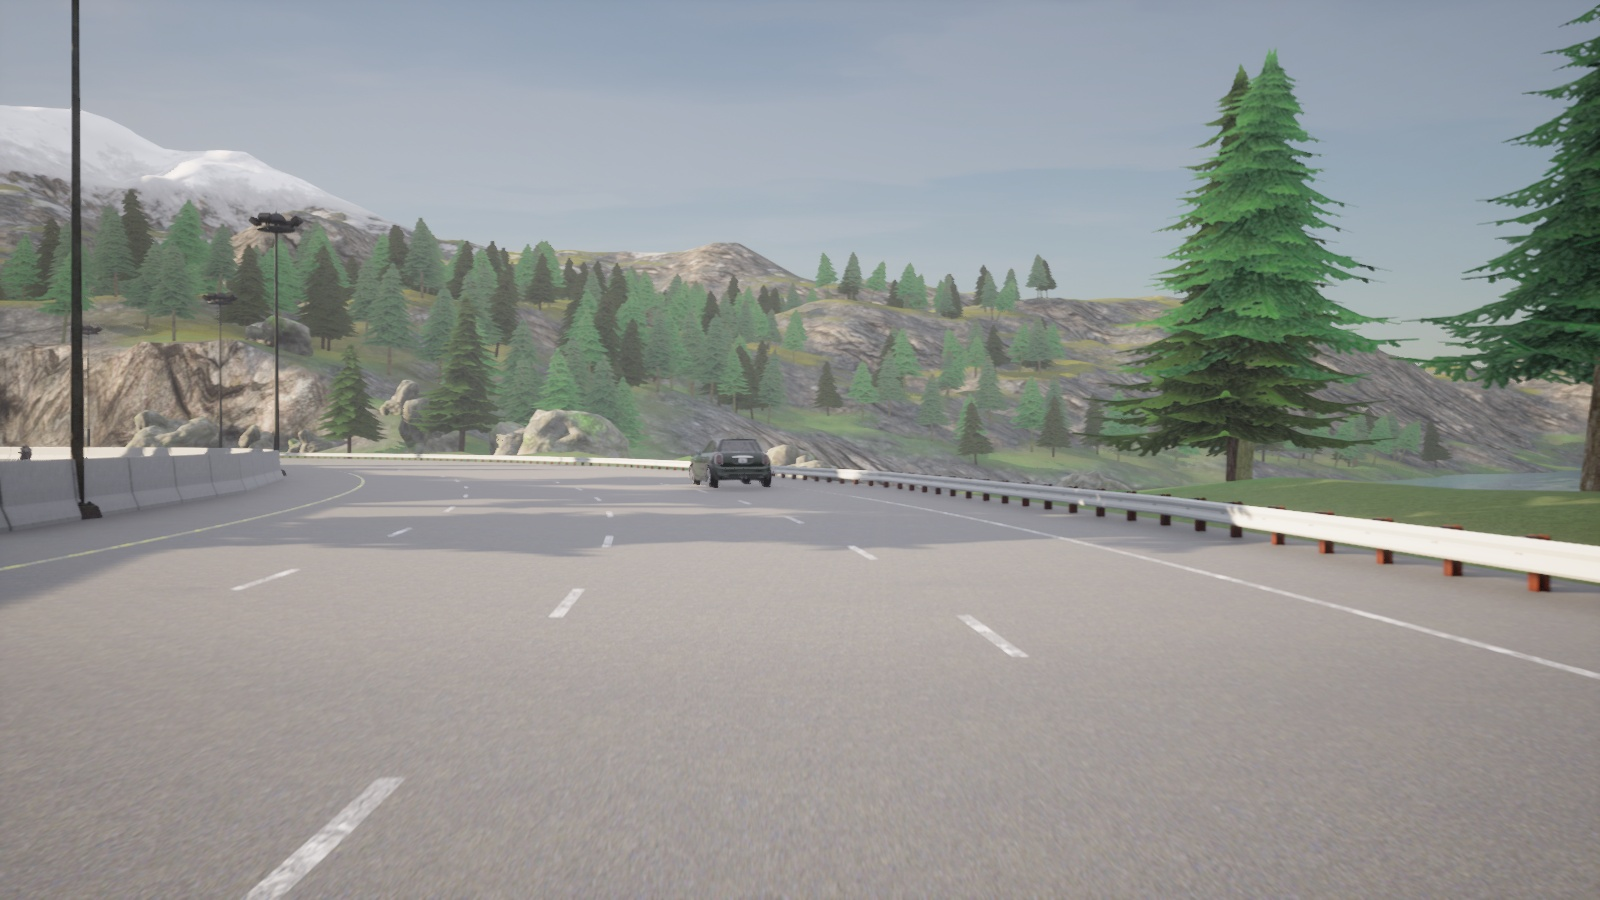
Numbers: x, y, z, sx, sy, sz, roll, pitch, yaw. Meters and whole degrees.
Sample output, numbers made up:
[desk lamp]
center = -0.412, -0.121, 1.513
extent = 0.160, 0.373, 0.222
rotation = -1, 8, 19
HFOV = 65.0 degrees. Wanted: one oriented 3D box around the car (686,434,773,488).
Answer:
[car]
center = -2.501, 0.358, 43.475
extent = 2.097, 1.767, 4.553
rotation = 0, 0, -15
